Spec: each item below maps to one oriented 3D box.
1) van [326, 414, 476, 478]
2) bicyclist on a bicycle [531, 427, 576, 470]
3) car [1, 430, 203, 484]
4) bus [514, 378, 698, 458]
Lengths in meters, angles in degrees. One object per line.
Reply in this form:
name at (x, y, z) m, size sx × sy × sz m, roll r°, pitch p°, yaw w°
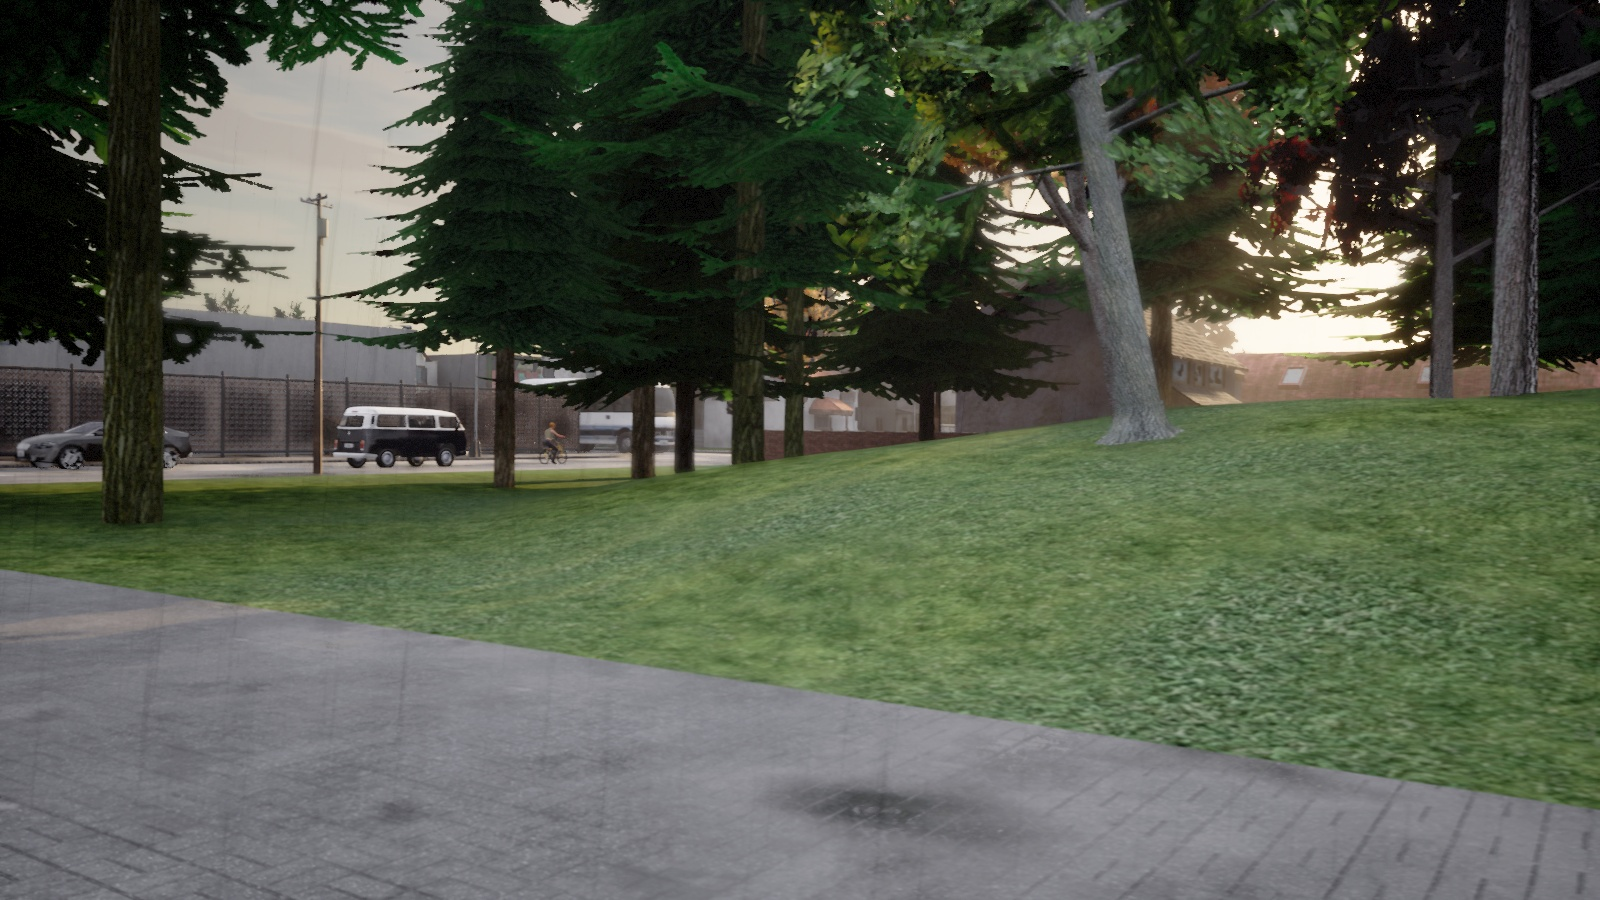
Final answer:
van at (-13.400, -0.172, 42.427) m, size 2.069 × 2.038 × 4.480 m, roll 0°, pitch 1°, yaw 34°
bicyclist on a bicycle at (-9.474, -0.075, 48.329) m, size 0.866 × 1.612 × 1.509 m, roll 0°, pitch 1°, yaw 33°
car at (-21.064, 0.169, 38.108) m, size 2.128 × 1.511 × 4.902 m, roll 0°, pitch 1°, yaw 34°
bus at (-11.066, -1.750, 70.931) m, size 10.273 × 4.253 × 3.944 m, roll 0°, pitch 1°, yaw 34°
